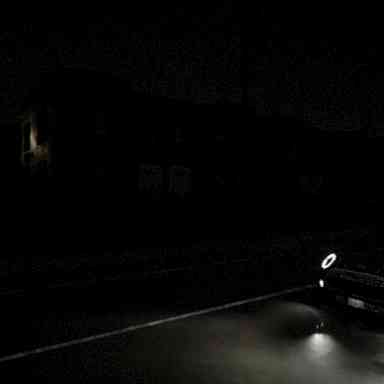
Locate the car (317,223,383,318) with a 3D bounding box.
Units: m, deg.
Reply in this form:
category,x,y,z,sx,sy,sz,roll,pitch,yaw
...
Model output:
category,x,y,z,sx,sy,sz,roll,pitch,yaw
car,4.820,1.448,7.281,4.553,1.767,2.097,1,0,-34
